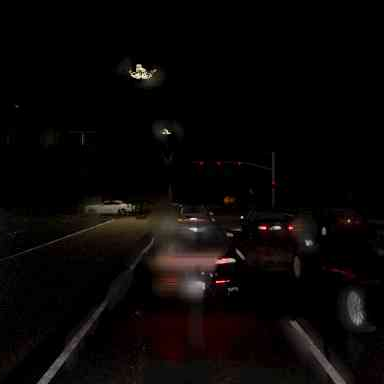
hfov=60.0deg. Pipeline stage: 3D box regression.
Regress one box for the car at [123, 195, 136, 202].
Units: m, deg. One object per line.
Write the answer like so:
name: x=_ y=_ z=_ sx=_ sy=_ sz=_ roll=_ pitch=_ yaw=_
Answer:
car: x=-15.114 y=1.525 z=80.538 sx=2.128 sy=1.511 sz=4.902 roll=0 pitch=0 yaw=0

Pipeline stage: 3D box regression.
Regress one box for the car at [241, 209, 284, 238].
car: x=3.579 y=1.547 z=16.469 sx=2.033 sy=1.411 sz=5.357 roll=0 pitch=0 yaw=0

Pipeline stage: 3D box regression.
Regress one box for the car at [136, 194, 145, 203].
car: x=-11.597 y=1.500 z=68.999 sx=1.837 sy=1.490 sz=4.892 roll=0 pitch=0 yaw=0

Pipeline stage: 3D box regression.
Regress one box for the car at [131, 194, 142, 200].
car: x=-15.109 y=1.348 z=90.705 sx=2.097 sy=1.767 sz=4.553 roll=0 pitch=0 yaw=0

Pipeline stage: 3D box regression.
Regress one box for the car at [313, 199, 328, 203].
car: x=17.865 y=1.563 z=43.752 sx=4.181 sy=1.385 sz=1.994 roll=0 pitch=0 yaw=1

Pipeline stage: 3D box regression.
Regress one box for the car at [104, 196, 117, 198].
car: x=-15.141 y=1.477 z=60.657 sx=1.882 sy=1.535 sz=5.008 roll=0 pitch=0 yaw=0

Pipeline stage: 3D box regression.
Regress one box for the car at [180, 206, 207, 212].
car: x=0.076 y=1.505 z=17.874 sx=1.837 sy=1.490 sz=4.892 roll=0 pitch=0 yaw=0

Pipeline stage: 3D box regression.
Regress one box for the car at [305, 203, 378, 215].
car: x=7.077 y=1.505 z=16.935 sx=1.837 sy=1.490 sz=4.892 roll=0 pitch=0 yaw=0

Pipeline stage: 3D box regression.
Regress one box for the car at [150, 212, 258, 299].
car: x=0.087 y=1.491 z=8.453 sx=2.128 sy=1.511 sz=4.902 roll=0 pitch=0 yaw=0

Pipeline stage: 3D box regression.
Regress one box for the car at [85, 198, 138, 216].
car: x=-7.956 y=1.525 z=32.212 sx=4.674 sy=1.442 sz=1.812 roll=0 pitch=0 yaw=-3

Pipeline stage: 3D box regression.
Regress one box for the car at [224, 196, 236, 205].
car: x=6.917 y=1.477 z=60.509 sx=1.882 sy=1.535 sz=5.008 roll=0 pitch=0 yaw=1

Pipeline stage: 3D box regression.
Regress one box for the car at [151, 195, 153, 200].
car: x=-11.617 y=1.524 z=89.676 sx=2.128 sy=1.511 sz=4.902 roll=0 pitch=0 yaw=0

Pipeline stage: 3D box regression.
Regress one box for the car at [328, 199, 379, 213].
car: x=16.318 y=1.564 z=33.225 sx=4.181 sy=1.385 sz=1.994 roll=0 pitch=0 yaw=-1

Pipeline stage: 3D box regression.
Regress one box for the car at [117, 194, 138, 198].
car: x=-11.681 y=1.564 z=60.177 sx=1.994 sy=1.385 sz=4.181 roll=0 pitch=0 yaw=1

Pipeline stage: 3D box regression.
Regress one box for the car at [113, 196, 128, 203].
car: x=-15.099 y=1.540 z=70.435 sx=2.033 sy=1.411 sz=5.357 roll=0 pitch=0 yaw=0

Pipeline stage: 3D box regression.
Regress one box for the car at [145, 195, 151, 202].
car: x=-11.612 y=1.524 z=79.269 sx=1.812 sy=1.442 sz=4.674 roll=0 pitch=0 yaw=0

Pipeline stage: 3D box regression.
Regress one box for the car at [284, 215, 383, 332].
car: x=3.590 y=1.478 z=6.849 sx=1.882 sy=1.535 sz=5.008 roll=0 pitch=0 yaw=0
